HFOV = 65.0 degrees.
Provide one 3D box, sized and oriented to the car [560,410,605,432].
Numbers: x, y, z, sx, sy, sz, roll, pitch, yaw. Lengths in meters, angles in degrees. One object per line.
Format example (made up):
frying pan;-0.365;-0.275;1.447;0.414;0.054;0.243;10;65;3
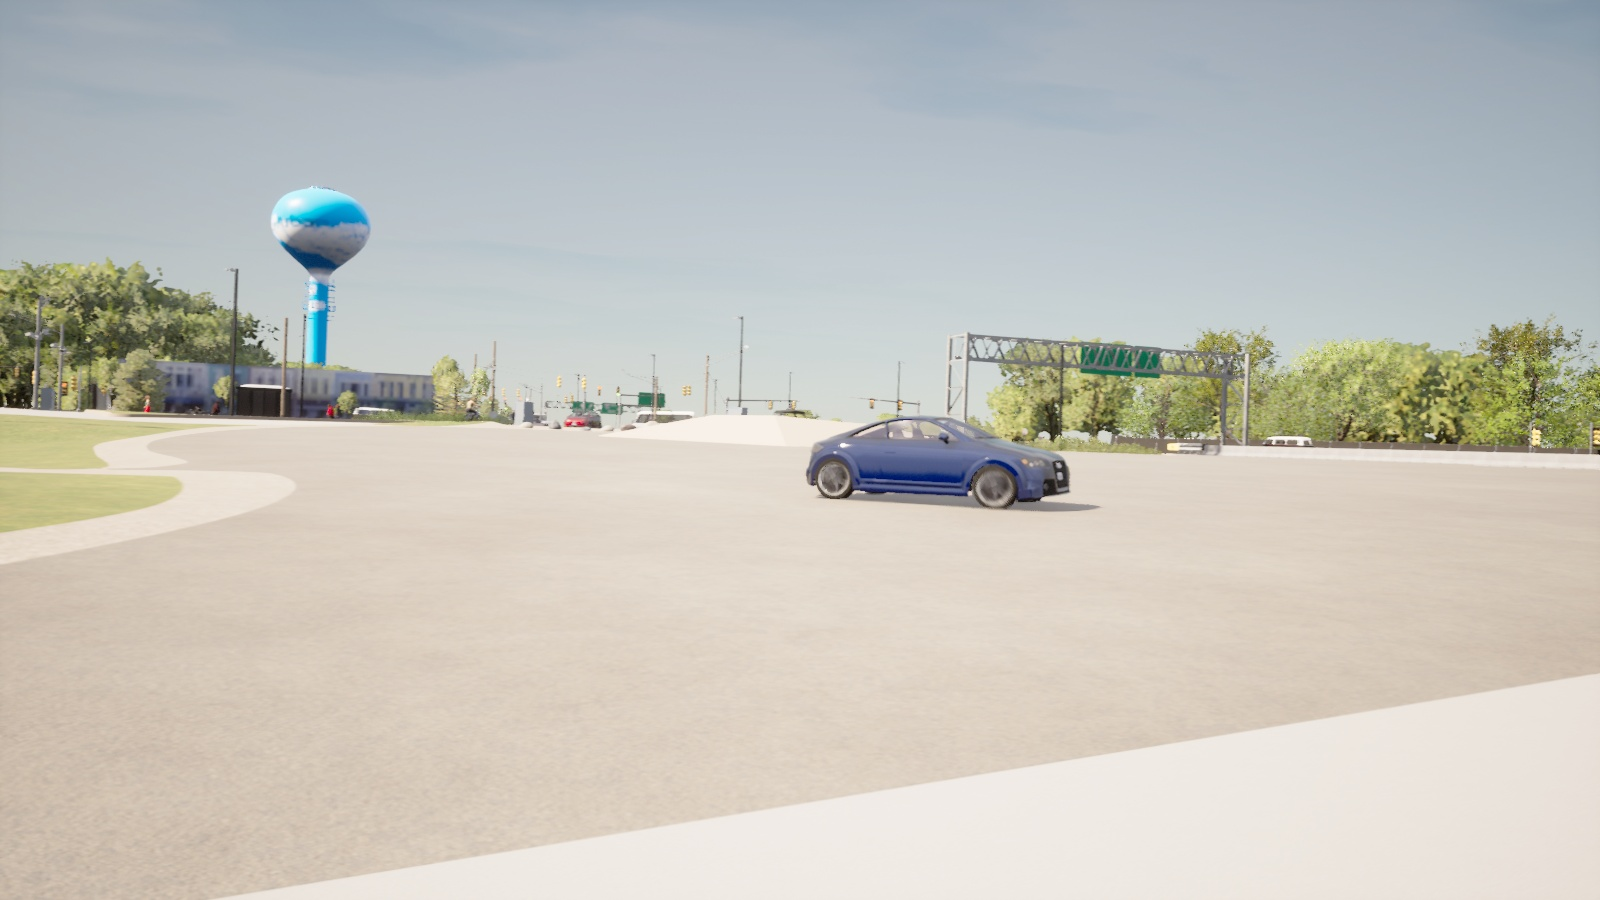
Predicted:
car;-16.075;-2.121;93.021;2.007;1.525;4.514;1;0;8

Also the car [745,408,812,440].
car;-1.402;-1.710;81.929;3.866;1.878;1.905;2;1;-29

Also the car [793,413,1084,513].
car;2.215;0.141;20.161;4.181;1.385;1.994;2;2;26
